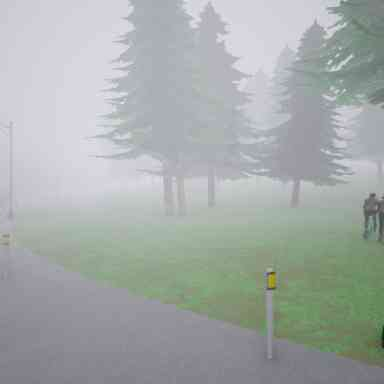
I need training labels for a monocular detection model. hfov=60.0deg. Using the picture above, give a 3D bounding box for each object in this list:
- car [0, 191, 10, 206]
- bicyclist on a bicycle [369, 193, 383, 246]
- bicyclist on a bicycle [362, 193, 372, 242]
[{"bbox_3d":[-22.590,0.626,38.719,2.097,1.767,4.553,0,3,-13],"label":"car"},{"bbox_3d":[6.401,0.917,10.994,0.582,1.620,1.656,2,3,35],"label":"bicyclist on a bicycle"},{"bbox_3d":[6.146,0.849,11.410,0.582,1.620,1.656,4,4,38],"label":"bicyclist on a bicycle"}]
